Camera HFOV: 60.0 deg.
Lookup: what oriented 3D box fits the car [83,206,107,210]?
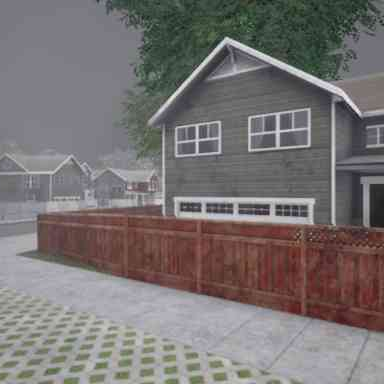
[{"bbox_3d":[-7.986,1.853,28.270,1.994,1.385,4.181,0,-1,15],"label":"car"}]

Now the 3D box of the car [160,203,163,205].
[{"bbox_3d":[-3.741,2.125,54.022,1.994,1.385,4.181,0,-1,15],"label":"car"}]
